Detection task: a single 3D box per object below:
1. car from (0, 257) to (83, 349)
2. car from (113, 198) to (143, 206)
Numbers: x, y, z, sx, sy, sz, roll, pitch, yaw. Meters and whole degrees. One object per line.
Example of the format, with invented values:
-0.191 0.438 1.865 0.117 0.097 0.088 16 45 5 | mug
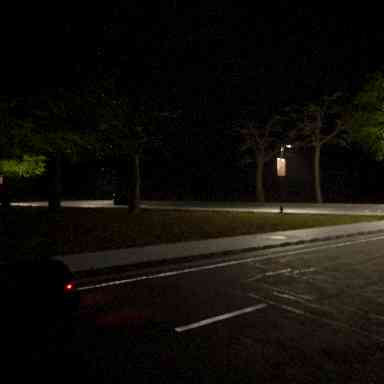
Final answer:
-4.375 1.551 4.558 5.357 1.411 2.033 0 0 -35 | car
-10.976 1.663 56.546 5.357 1.411 2.033 0 0 32 | car
